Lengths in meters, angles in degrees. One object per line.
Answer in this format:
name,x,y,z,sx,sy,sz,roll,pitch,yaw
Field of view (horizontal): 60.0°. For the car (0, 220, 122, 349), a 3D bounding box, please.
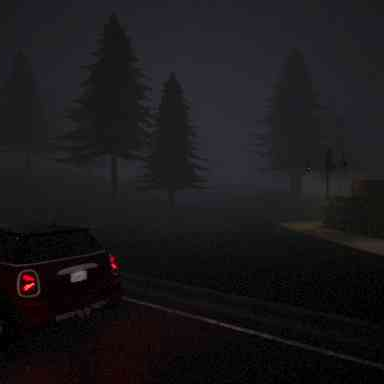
car,-3.529,1.354,6.509,4.553,1.767,2.097,0,0,35
